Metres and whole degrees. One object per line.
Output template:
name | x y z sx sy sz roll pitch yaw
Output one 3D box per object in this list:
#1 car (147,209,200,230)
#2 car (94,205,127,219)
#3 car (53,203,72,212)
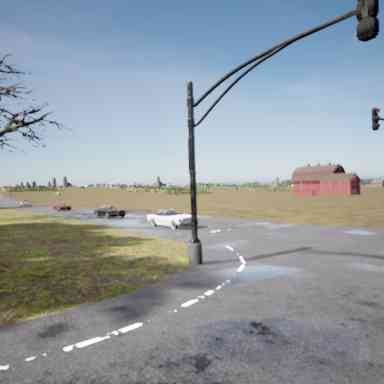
car | -1.417 1.920 24.314 1.895 1.301 4.718 -3 1 -35
car | -8.533 2.055 34.562 1.895 1.301 4.718 -3 1 -35
car | -19.975 2.383 51.158 1.895 1.301 4.718 -3 0 -34
